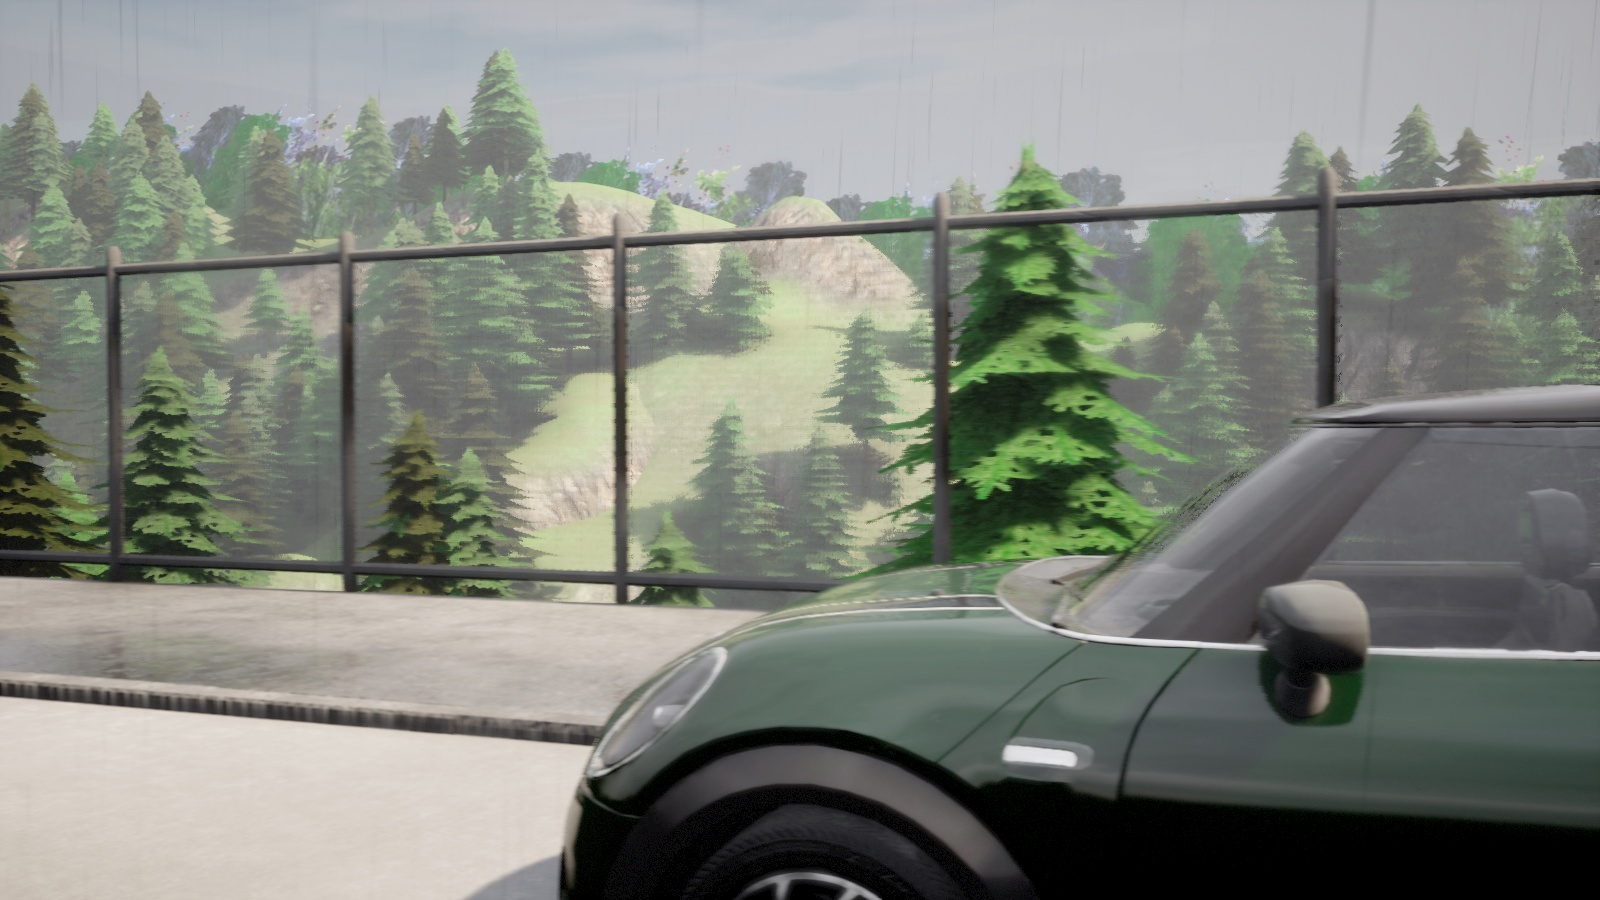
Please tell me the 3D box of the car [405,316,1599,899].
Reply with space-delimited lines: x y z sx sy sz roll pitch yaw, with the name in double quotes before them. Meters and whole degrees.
"car" 1.576 0.640 3.188 4.553 1.767 2.097 1 1 19
